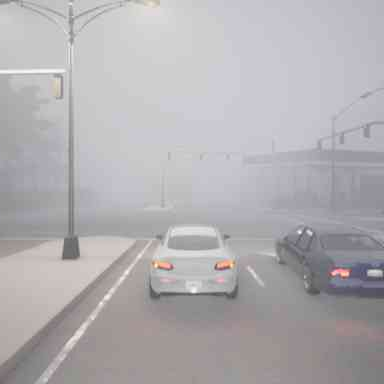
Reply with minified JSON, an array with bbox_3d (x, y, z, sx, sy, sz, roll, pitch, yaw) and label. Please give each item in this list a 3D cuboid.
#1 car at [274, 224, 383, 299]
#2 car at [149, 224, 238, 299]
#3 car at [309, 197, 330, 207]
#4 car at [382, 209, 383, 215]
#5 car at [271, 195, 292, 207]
[{"bbox_3d":[3.507,1.545,8.653,2.033,1.411,5.357,0,0,3],"label":"car"},{"bbox_3d":[0.028,1.524,8.345,1.812,1.442,4.674,0,0,0],"label":"car"},{"bbox_3d":[18.618,1.444,48.780,1.970,1.475,3.806,0,0,0],"label":"car"},{"bbox_3d":[18.497,1.519,27.931,4.674,1.442,1.812,0,0,-1],"label":"car"},{"bbox_3d":[12.879,1.284,47.978,2.242,1.667,4.611,0,0,0],"label":"car"}]
